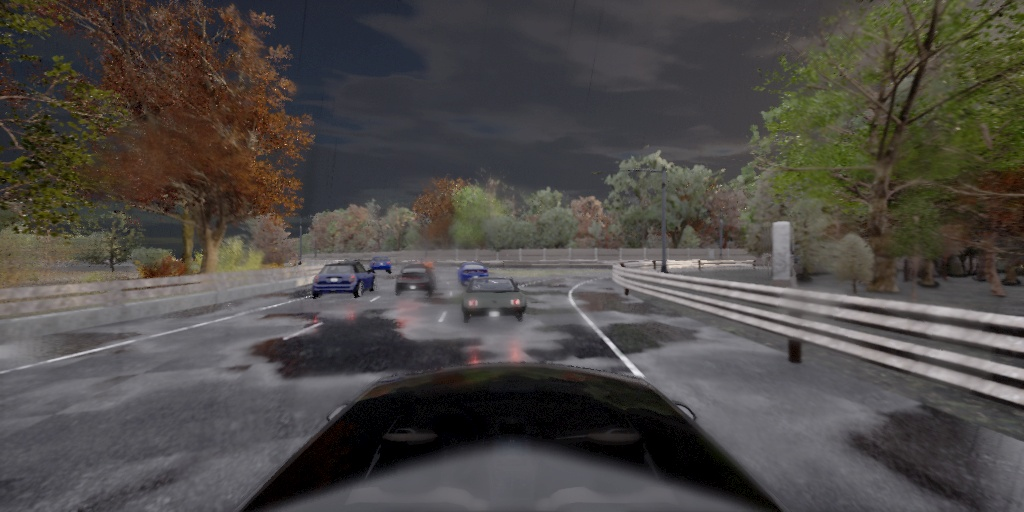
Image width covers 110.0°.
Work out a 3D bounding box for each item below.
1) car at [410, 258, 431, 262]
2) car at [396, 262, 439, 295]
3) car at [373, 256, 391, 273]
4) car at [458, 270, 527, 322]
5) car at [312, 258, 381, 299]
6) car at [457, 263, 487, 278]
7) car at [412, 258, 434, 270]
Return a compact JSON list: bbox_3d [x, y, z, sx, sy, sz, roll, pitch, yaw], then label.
[{"bbox_3d":[-10.697,1.268,39.812,2.128,1.511,4.902,0,0,-20],"label":"car"},{"bbox_3d":[-5.196,1.268,19.781,1.837,1.490,4.892,0,0,-9],"label":"car"},{"bbox_3d":[-15.954,1.014,43.376,2.150,2.045,5.566,0,0,-24],"label":"car"},{"bbox_3d":[-0.718,1.351,12.347,1.895,1.301,4.718,0,0,-6],"label":"car"},{"bbox_3d":[-8.567,1.126,18.705,2.097,1.767,4.553,0,0,-9],"label":"car"},{"bbox_3d":[-2.900,1.232,26.125,1.882,1.535,5.008,0,0,-12],"label":"car"},{"bbox_3d":[-13.517,1.134,54.344,2.097,1.767,4.553,0,0,-28],"label":"car"}]
